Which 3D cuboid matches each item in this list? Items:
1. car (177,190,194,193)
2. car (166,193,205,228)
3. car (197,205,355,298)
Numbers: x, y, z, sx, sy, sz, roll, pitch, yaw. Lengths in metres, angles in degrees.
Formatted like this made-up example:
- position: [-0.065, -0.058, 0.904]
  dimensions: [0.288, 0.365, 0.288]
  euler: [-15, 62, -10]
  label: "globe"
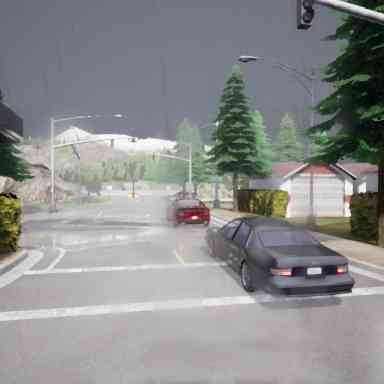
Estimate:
- position: [-0.967, 0.386, 70.291]
  dimensions: [4.902, 1.511, 2.128]
  euler: [0, 1, -11]
  label: "car"
- position: [-0.327, 1.059, 18.982]
  dimensions: [1.882, 1.535, 5.008]
  euler: [-1, 2, -11]
  label: "car"
- position: [1.775, 1.366, 8.601]
  dimensions: [2.033, 1.411, 5.357]
  euler: [0, 3, -11]
  label: "car"
